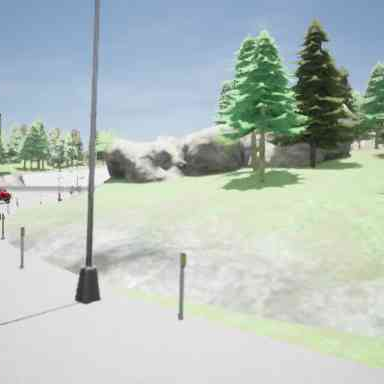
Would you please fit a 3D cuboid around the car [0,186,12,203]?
[{"bbox_3d":[-21.893,0.290,36.576,2.150,2.045,5.566,2,1,-8],"label":"car"}]
